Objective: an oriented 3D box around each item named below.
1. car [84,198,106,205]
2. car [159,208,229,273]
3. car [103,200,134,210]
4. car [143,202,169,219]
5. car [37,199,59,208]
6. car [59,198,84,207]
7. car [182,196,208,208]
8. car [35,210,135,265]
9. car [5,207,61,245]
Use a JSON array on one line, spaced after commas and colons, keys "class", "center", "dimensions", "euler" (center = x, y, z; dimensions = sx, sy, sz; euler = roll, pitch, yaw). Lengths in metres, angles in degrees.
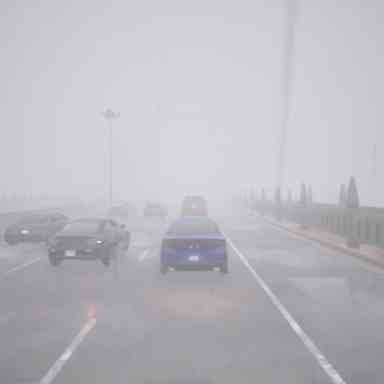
[{"class": "car", "center": [-13.421, 1.708, 47.981], "dimensions": [1.837, 1.490, 4.892], "euler": [0, -1, 2]}, {"class": "car", "center": [0.066, 1.524, 10.845], "dimensions": [1.882, 1.535, 5.008], "euler": [0, 0, 0]}, {"class": "car", "center": [-6.702, 1.658, 31.507], "dimensions": [1.812, 1.442, 4.674], "euler": [0, 0, 2]}, {"class": "car", "center": [-3.228, 1.620, 30.477], "dimensions": [2.128, 1.511, 4.902], "euler": [0, 0, 1]}, {"class": "car", "center": [-20.422, 1.727, 47.893], "dimensions": [1.812, 1.442, 4.674], "euler": [0, 0, 2]}, {"class": "car", "center": [-16.916, 1.709, 48.087], "dimensions": [1.837, 1.490, 4.892], "euler": [0, -1, 2]}, {"class": "car", "center": [0.246, 1.344, 29.494], "dimensions": [2.150, 2.045, 5.566], "euler": [0, 0, 1]}, {"class": "car", "center": [-3.426, 1.576, 11.712], "dimensions": [1.812, 1.442, 4.674], "euler": [0, 0, 0]}, {"class": "car", "center": [-6.909, 1.631, 15.799], "dimensions": [1.994, 1.385, 4.181], "euler": [0, 0, 0]}]
